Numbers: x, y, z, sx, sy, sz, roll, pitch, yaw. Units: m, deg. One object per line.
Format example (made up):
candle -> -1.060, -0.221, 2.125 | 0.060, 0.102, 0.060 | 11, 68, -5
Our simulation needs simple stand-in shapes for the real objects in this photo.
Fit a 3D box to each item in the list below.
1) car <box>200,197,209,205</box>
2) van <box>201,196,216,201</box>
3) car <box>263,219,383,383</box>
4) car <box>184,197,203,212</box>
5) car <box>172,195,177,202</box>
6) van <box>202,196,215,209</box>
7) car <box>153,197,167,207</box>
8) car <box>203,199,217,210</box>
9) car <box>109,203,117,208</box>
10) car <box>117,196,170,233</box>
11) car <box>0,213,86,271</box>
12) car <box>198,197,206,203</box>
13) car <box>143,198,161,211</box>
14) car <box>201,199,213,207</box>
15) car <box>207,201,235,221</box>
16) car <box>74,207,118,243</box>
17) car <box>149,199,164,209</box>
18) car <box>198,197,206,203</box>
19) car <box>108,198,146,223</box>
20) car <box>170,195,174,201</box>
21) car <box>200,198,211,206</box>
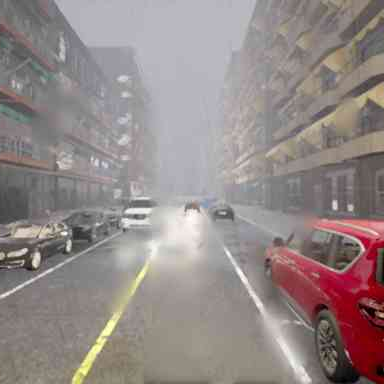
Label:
car -> 2.475, 1.831, 67.918 | 1.752, 1.417, 4.829 | 1, 0, 0
van -> 2.511, 1.541, 45.067 | 1.690, 1.788, 3.998 | 1, 0, 0
car -> 2.569, 1.339, 5.371 | 2.192, 1.841, 5.009 | 1, 0, 0
car -> 0.038, 1.711, 41.681 | 1.812, 1.442, 4.674 | 0, 0, 0
car -> -5.444, 1.938, 90.220 | 1.752, 1.417, 4.829 | 1, 0, 0
van -> 2.502, 1.567, 50.737 | 1.690, 1.788, 3.998 | 1, 0, 0
car -> -5.387, 1.692, 56.366 | 1.967, 1.590, 4.097 | 1, 0, 0
car -> 2.525, 1.700, 33.724 | 2.008, 1.369, 4.403 | 1, 0, 0
car -> -5.339, 1.649, 22.341 | 2.008, 1.369, 4.403 | 1, 0, 0
car -> -2.780, 1.313, 20.438 | 2.150, 2.045, 5.566 | 0, 0, 0
car -> -5.322, 1.599, 10.999 | 2.008, 1.369, 4.403 | 1, 0, 0
car -> 2.458, 1.884, 79.259 | 1.752, 1.417, 4.829 | 1, 0, 0
car -> -5.371, 1.640, 45.025 | 1.967, 1.590, 4.097 | 1, 0, 0
car -> 2.491, 1.818, 56.407 | 1.947, 1.339, 4.313 | 1, 0, 0
car -> 2.533, 1.689, 28.053 | 1.947, 1.339, 4.313 | 1, 0, 0
car -> -5.331, 1.639, 16.670 | 1.947, 1.339, 4.313 | 1, 0, 0
car -> -5.381, 1.808, 50.694 | 1.802, 1.307, 4.206 | 1, 0, 0
car -> 2.449, 1.967, 84.760 | 1.802, 1.307, 4.206 | 1, 0, 0
car -> -5.344, 1.439, 28.013 | 2.192, 1.841, 5.009 | 1, 0, 0
car -> -5.406, 1.855, 67.707 | 2.008, 1.369, 4.403 | 1, 0, 0
car -> 2.483, 1.823, 62.077 | 1.887, 1.381, 4.507 | 1, 0, 0
